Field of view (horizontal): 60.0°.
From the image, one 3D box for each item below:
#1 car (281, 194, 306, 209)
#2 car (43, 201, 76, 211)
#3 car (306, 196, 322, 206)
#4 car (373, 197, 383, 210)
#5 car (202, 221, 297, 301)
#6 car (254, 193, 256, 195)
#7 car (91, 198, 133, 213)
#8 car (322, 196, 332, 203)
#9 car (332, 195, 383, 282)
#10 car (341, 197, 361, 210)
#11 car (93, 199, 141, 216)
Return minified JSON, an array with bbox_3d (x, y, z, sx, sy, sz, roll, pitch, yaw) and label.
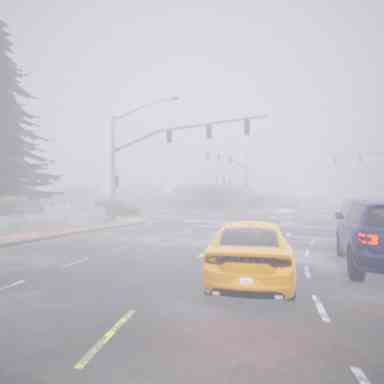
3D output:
[{"bbox_3d":[13.550,1.454,45.349,2.128,1.511,4.902,0,0,32],"label":"car"},{"bbox_3d":[-15.895,1.553,38.258,4.674,1.442,1.812,0,0,32],"label":"car"},{"bbox_3d":[19.847,1.481,55.551,1.812,1.442,4.674,0,0,32],"label":"car"},{"bbox_3d":[24.841,1.441,43.298,1.882,1.535,5.008,0,0,32],"label":"car"},{"bbox_3d":[1.513,1.471,8.484,1.882,1.535,5.008,0,0,12],"label":"car"},{"bbox_3d":[15.018,1.138,89.126,4.605,1.855,1.932,0,0,32],"label":"car"},{"bbox_3d":[-9.226,1.531,38.216,4.892,1.490,1.837,0,0,32],"label":"car"},{"bbox_3d":[27.620,1.497,68.042,1.994,1.385,4.181,0,0,32],"label":"car"},{"bbox_3d":[5.479,1.213,9.506,2.150,2.045,5.566,0,0,19],"label":"car"},{"bbox_3d":[20.595,1.468,43.074,1.837,1.490,4.892,0,0,32],"label":"car"},{"bbox_3d":[-7.172,1.535,32.794,4.892,1.490,1.837,0,0,34],"label":"car"}]
